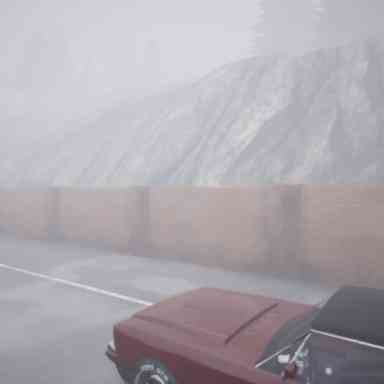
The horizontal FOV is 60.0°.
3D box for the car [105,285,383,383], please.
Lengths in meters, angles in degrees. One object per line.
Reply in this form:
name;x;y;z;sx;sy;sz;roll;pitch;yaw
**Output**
car;1.404;1.600;2.989;4.718;1.301;1.895;0;0;36
